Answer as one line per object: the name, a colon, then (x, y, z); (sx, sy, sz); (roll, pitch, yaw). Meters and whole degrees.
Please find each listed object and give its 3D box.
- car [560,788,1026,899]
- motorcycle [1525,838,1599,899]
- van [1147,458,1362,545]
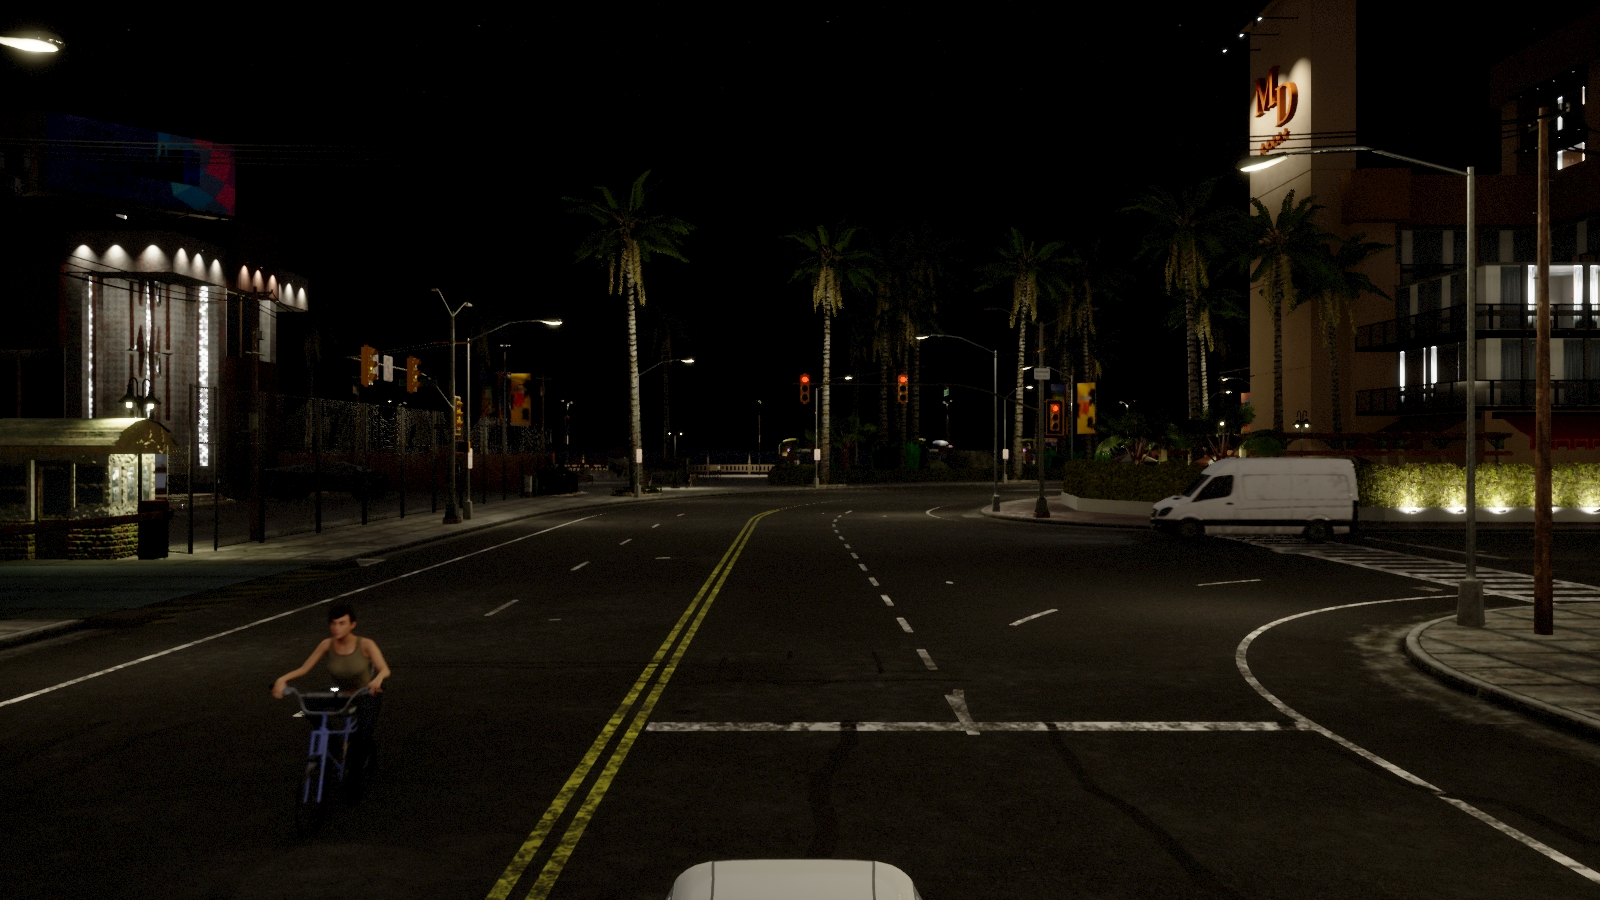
car: (-0.022, 2.120, 3.707); (1.481, 1.376, 2.207); (0, 0, 0)
motorcycle: (3.471, 2.213, 3.817); (0.803, 1.145, 2.033); (0, 0, 0)
van: (13.919, 1.534, 35.345); (5.915, 2.561, 1.988); (0, 1, 10)
